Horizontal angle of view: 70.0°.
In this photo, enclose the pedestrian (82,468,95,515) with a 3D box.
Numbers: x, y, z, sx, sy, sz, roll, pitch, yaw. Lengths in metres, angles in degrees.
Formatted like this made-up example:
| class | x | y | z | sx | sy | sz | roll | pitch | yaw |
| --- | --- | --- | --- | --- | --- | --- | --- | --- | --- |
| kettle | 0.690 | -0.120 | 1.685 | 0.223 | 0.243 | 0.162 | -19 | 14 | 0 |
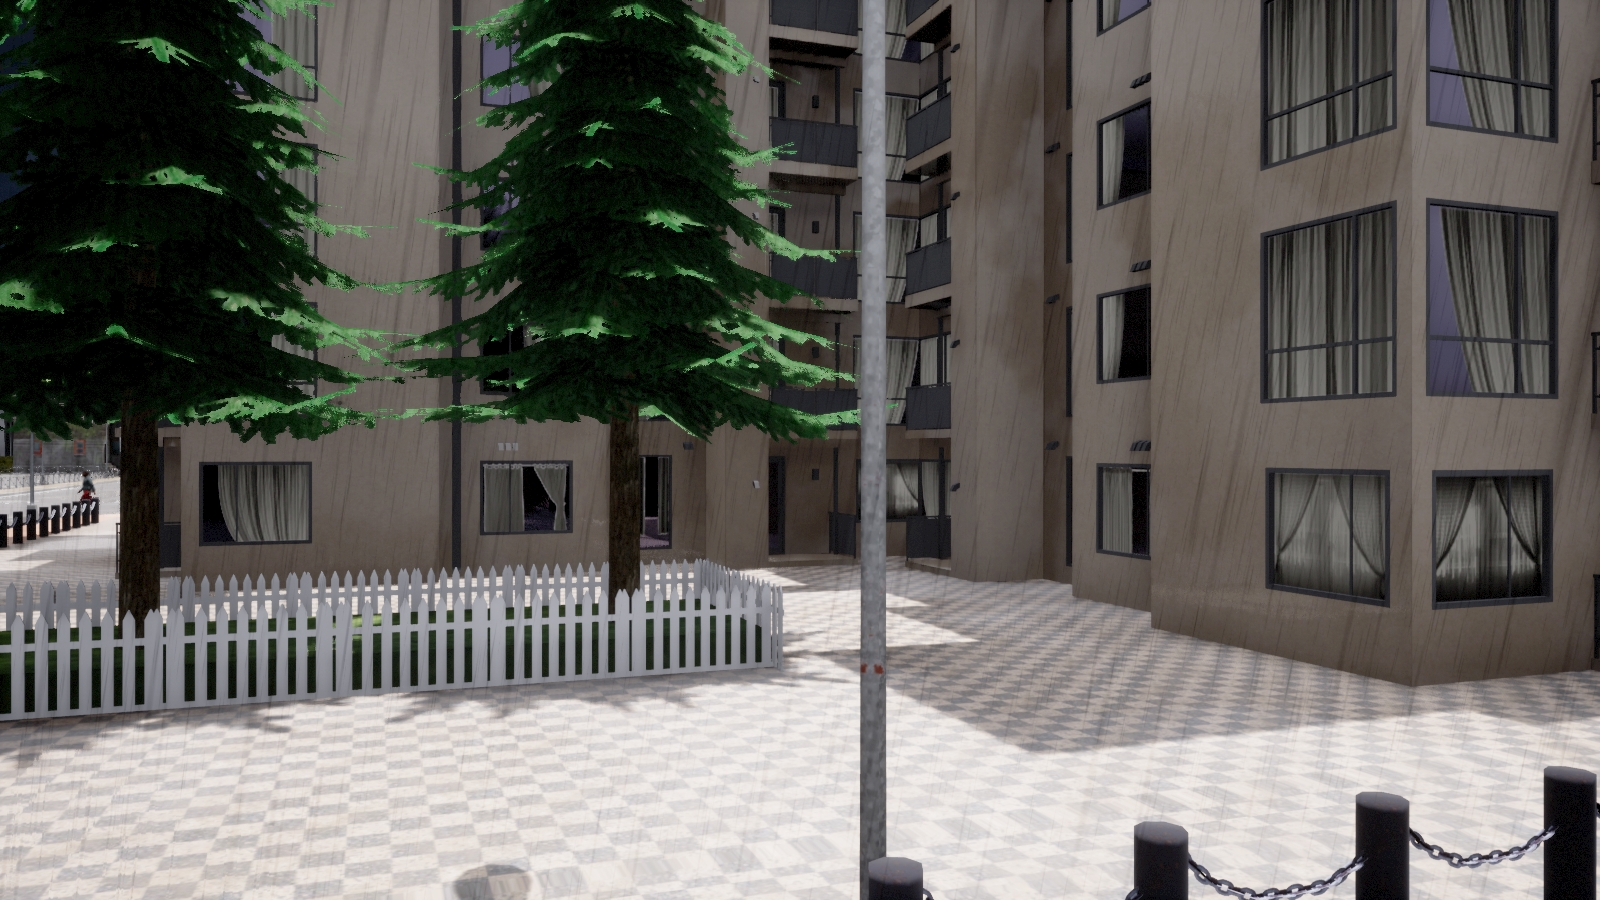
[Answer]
| class | x | y | z | sx | sy | sz | roll | pitch | yaw |
| --- | --- | --- | --- | --- | --- | --- | --- | --- | --- |
| pedestrian | -28.498 | 1.671 | 45.751 | 0.375 | 1.860 | 0.375 | 0 | 0 | 44 |
